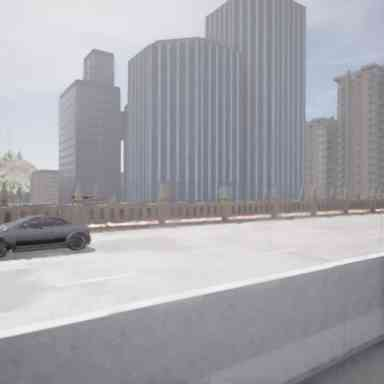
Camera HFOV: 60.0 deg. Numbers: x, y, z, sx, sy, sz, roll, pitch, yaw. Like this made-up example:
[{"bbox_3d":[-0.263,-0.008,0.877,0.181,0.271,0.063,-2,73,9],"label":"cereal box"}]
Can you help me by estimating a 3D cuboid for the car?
[{"bbox_3d":[-6.009,1.571,12.603,4.181,1.385,1.994,0,0,-36],"label":"car"}]
